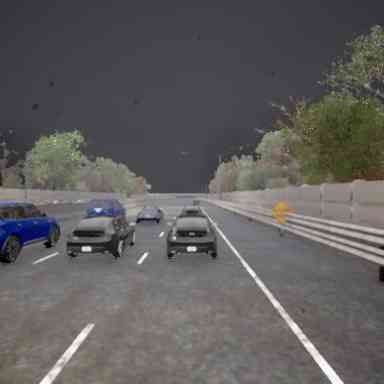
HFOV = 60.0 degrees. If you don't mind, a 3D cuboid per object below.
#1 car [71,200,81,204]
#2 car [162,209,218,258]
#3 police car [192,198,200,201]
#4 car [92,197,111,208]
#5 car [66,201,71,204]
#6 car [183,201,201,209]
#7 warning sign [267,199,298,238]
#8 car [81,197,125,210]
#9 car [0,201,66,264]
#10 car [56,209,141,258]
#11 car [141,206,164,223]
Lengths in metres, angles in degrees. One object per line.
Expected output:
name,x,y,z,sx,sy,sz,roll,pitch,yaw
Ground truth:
car,-21.048,2.306,64.603,2.033,1.411,5.357,0,-1,0
car,0.009,1.655,13.505,1.837,1.490,4.892,0,0,0
police car,1.161,2.483,86.893,1.930,1.638,5.238,0,-1,0
car,-17.552,1.987,64.733,2.150,2.045,5.566,0,0,0
car,-24.547,2.359,64.493,1.895,1.301,4.718,0,-1,0
car,-0.003,1.827,28.496,1.837,1.490,4.892,0,0,0
warning sign,4.537,1.300,16.794,1.300,1.860,1.060,0,-1,0
car,-7.012,1.533,27.568,2.150,2.045,5.566,0,0,0
car,-7.000,1.362,12.587,2.150,2.045,5.566,0,0,0
car,-3.492,1.655,13.493,1.837,1.490,4.892,0,0,0
car,-3.503,1.884,28.492,1.994,1.385,4.181,0,-1,0
